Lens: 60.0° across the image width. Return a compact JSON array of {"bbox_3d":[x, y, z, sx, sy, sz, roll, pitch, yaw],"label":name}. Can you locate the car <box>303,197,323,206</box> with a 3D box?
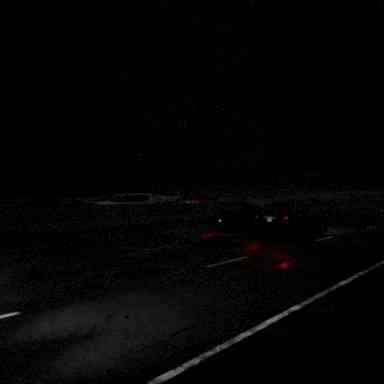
[{"bbox_3d":[24.456,1.847,67.202,2.097,1.767,4.553,0,-1,44],"label":"car"}]

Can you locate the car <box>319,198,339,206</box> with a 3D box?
[{"bbox_3d":[26.469,1.995,64.250,1.837,1.490,4.892,0,-1,44],"label":"car"}]

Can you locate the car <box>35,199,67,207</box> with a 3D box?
[{"bbox_3d":[-11.347,1.452,30.465,1.895,1.301,4.718,0,0,44],"label":"car"}]

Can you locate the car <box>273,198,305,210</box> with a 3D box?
[{"bbox_3d":[13.381,1.624,45.827,2.128,1.511,4.902,0,-1,45],"label":"car"}]

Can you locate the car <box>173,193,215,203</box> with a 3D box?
[{"bbox_3d":[0.298,1.310,42.447,2.097,1.767,4.553,0,0,44],"label":"car"}]

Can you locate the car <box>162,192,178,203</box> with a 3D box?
[{"bbox_3d":[-3.870,1.037,53.296,2.150,2.045,5.566,1,1,28],"label":"car"}]

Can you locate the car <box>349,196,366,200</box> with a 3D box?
[{"bbox_3d":[32.475,1.853,65.411,2.150,2.045,5.566,0,-1,44],"label":"car"}]

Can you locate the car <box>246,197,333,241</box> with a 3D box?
[{"bbox_3d":[5.067,1.324,16.937,2.097,1.767,4.553,0,0,44],"label":"car"}]

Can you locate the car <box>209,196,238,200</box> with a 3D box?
[{"bbox_3d":[4.687,1.529,41.940,1.812,1.442,4.674,0,0,44],"label":"car"}]

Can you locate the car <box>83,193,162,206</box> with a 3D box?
[{"bbox_3d":[-5.413,1.115,26.525,2.150,2.045,5.566,0,0,44],"label":"car"}]

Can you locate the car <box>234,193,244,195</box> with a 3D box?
[{"bbox_3d":[11.095,0.946,80.394,2.033,1.411,5.357,1,2,30],"label":"car"}]

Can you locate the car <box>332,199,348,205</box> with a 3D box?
[{"bbox_3d":[34.478,2.400,77.527,1.994,1.385,4.181,0,-1,44],"label":"car"}]

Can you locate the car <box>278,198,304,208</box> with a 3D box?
[{"bbox_3d":[15.915,1.697,53.466,1.882,1.535,5.008,0,0,45],"label":"car"}]

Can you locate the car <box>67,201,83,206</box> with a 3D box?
[{"bbox_3d":[-7.833,1.367,29.058,2.128,1.511,4.902,0,0,44],"label":"car"}]

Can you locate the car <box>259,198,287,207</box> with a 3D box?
[{"bbox_3d":[13.718,1.755,56.190,2.033,1.411,5.357,0,-1,45],"label":"car"}]

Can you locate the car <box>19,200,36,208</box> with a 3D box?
[{"bbox_3d":[-15.522,1.388,34.307,1.994,1.385,4.181,0,0,36],"label":"car"}]

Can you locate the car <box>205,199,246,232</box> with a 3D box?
[{"bbox_3d":[3.273,1.435,20.114,1.882,1.535,5.008,0,0,44],"label":"car"}]

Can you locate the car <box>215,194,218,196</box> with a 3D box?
[{"bbox_3d":[3.886,1.129,67.738,1.882,1.535,5.008,1,1,29],"label":"car"}]
